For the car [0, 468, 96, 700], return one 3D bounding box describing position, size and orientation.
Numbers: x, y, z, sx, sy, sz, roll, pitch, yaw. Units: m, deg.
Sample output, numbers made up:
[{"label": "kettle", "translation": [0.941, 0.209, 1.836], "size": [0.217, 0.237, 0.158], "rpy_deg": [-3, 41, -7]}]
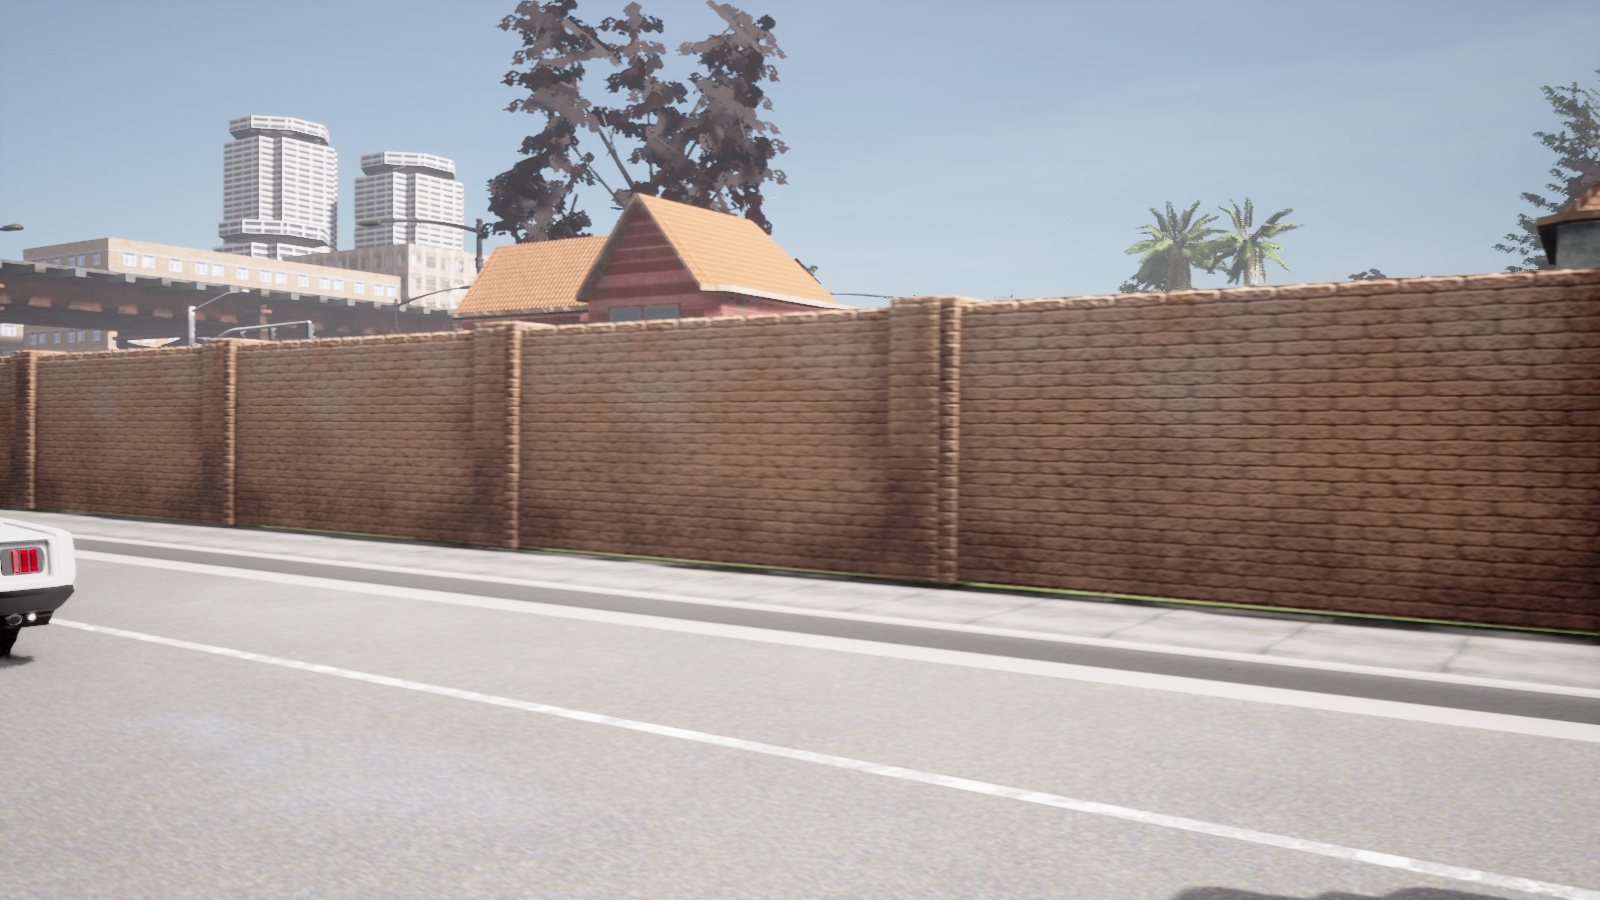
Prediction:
[{"label": "car", "translation": [-6.758, 0.782, 8.115], "size": [4.718, 1.301, 1.895], "rpy_deg": [0, 1, 34]}]
